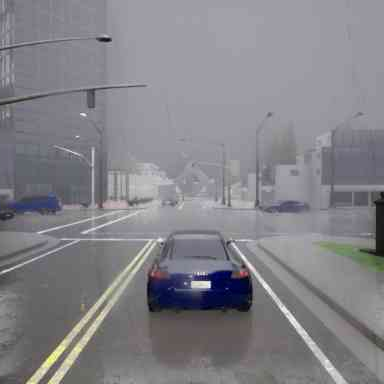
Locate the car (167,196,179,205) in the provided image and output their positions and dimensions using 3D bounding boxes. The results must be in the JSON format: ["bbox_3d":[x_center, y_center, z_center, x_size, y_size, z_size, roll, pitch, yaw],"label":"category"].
[{"bbox_3d":[-3.500,1.504,61.605,1.837,1.490,4.892,0,0,1],"label":"car"}]

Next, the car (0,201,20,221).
[{"bbox_3d":[-16.378,1.671,26.147,4.181,1.385,1.994,-1,0,0],"label":"car"}]

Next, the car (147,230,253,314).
[{"bbox_3d":[0.093,1.564,7.727,1.994,1.385,4.181,0,0,-2],"label":"car"}]

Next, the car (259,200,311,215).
[{"bbox_3d":[9.525,1.524,33.526,4.674,1.442,1.812,0,0,0],"label":"car"}]

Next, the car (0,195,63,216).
[{"bbox_3d":[-15.913,1.329,33.348,5.566,2.045,2.150,-1,0,0],"label":"car"}]

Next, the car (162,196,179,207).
[{"bbox_3d":[-3.553,1.491,51.205,2.128,1.511,4.902,0,0,0],"label":"car"}]
